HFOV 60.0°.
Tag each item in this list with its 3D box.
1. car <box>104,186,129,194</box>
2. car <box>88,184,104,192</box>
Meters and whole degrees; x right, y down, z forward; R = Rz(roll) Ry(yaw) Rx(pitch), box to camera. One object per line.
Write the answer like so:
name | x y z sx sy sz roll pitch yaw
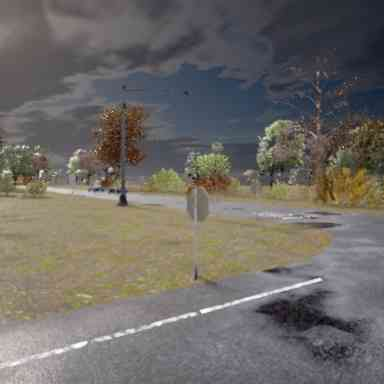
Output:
car | -11.674 -0.311 52.385 1.895 1.301 4.718 0 2 -36
car | -17.251 -0.693 60.149 1.812 1.442 4.674 0 2 -36
